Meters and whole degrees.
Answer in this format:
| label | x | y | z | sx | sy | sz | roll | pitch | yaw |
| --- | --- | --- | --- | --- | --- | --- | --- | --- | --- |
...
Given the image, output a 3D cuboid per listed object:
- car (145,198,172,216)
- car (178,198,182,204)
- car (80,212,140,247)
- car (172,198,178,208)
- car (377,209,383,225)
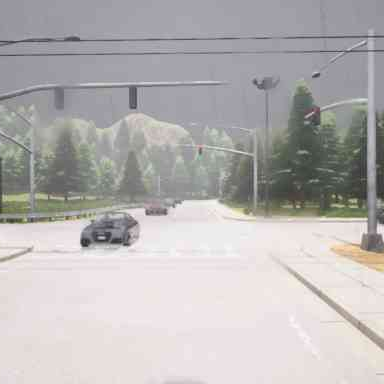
| label | x | y | z | sx | sy | sz | roll | pitch | yaw |
| --- | --- | --- | --- | --- | --- | --- | --- | --- | --- |
| car | -3.537 | 1.461 | 34.128 | 2.097 | 1.767 | 4.553 | 0 | 0 | 0 |
| car | -3.058 | 1.790 | 67.038 | 1.895 | 1.301 | 4.718 | 0 | 0 | 2 |
| car | -3.577 | 1.628 | 15.144 | 1.994 | 1.385 | 4.181 | 0 | 0 | 0 |
| car | -3.472 | 1.673 | 49.638 | 1.812 | 1.442 | 4.674 | 0 | 0 | 1 |
| car | 14.623 | 1.362 | 22.123 | 4.553 | 1.767 | 2.097 | 0 | 0 | 1 |
